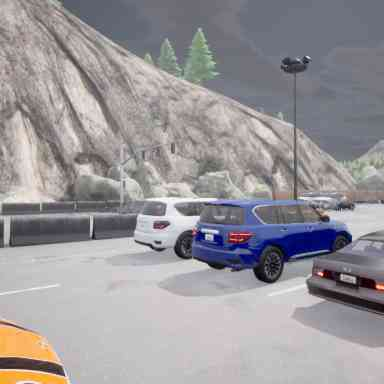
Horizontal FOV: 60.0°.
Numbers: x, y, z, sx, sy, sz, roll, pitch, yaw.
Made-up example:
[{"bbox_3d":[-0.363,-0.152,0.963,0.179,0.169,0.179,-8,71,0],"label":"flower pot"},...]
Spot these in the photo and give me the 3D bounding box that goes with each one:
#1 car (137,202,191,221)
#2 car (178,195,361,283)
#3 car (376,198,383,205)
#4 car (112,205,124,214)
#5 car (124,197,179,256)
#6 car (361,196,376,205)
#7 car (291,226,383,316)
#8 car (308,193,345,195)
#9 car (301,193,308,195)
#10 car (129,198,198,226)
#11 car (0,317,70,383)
[{"bbox_3d":[-2.346,1.564,28.227,4.181,1.385,1.994,0,0,-36],"label":"car"},{"bbox_3d":[2.550,1.221,9.920,5.566,2.045,2.150,0,0,-38],"label":"car"},{"bbox_3d":[31.977,1.421,53.207,4.718,1.301,1.895,0,0,-36],"label":"car"},{"bbox_3d":[-5.187,1.566,30.489,4.181,1.385,1.994,0,0,-36],"label":"car"},{"bbox_3d":[0.525,1.221,12.797,5.566,2.045,2.150,0,0,-36],"label":"car"},{"bbox_3d":[29.474,1.386,55.716,4.181,1.385,1.994,0,0,-36],"label":"car"},{"bbox_3d":[4.740,1.547,7.213,5.357,1.411,2.033,0,0,-36],"label":"car"},{"bbox_3d":[17.917,1.121,43.003,5.566,2.045,2.150,0,0,-36],"label":"car"},{"bbox_3d":[16.117,1.119,46.021,5.566,2.045,2.150,0,0,-36],"label":"car"},{"bbox_3d":[-2.051,1.351,24.110,4.553,1.767,2.097,0,0,-36],"label":"car"},{"bbox_3d":[-2.939,1.350,1.644,4.553,1.767,2.097,0,0,-36],"label":"car"}]
